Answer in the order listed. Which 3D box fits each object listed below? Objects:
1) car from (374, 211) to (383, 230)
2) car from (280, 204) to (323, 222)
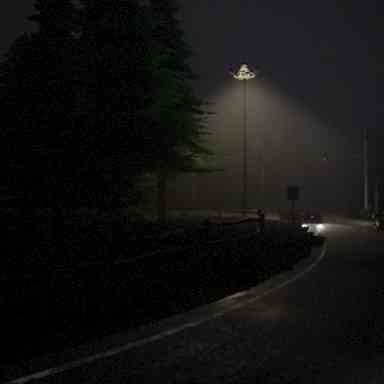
[{"bbox_3d":[11.493,1.471,18.008,2.128,1.511,4.902,0,0,10],"label":"car"},{"bbox_3d":[8.308,1.599,25.692,1.994,1.385,4.181,0,0,-8],"label":"car"}]
